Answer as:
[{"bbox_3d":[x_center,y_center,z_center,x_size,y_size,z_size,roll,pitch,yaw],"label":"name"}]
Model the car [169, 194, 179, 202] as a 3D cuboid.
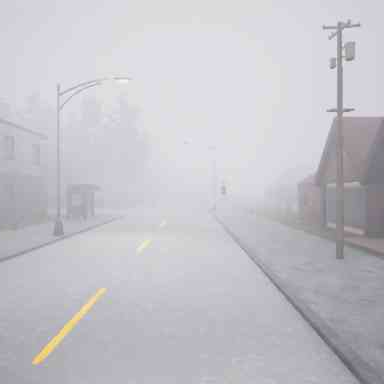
[{"bbox_3d":[-4.000,1.387,75.365,2.150,2.045,5.566,0,0,0],"label":"car"}]
